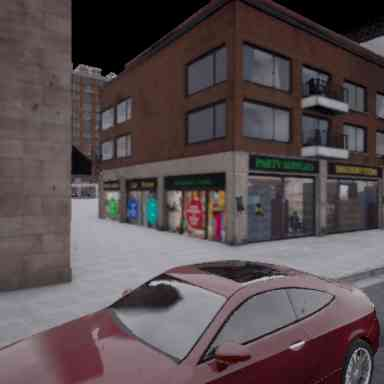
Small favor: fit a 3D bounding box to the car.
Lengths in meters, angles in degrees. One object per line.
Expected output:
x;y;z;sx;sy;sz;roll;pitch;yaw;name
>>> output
0.222;1.547;3.541;4.674;1.442;1.812;1;-1;-36;car
